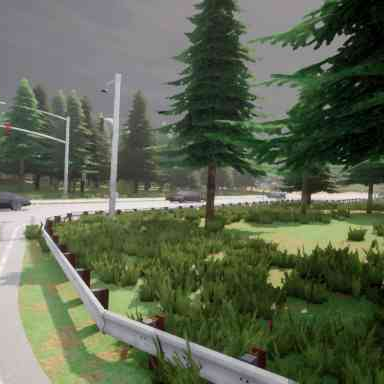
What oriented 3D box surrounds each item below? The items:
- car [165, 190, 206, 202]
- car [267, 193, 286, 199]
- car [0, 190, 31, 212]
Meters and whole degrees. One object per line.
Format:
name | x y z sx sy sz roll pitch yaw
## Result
car | -0.630 0.541 37.428 2.033 1.411 5.357 5 3 39
car | 14.436 0.490 56.659 1.812 1.442 4.674 5 3 37
car | -13.104 0.573 21.374 2.033 1.411 5.357 4 3 25
